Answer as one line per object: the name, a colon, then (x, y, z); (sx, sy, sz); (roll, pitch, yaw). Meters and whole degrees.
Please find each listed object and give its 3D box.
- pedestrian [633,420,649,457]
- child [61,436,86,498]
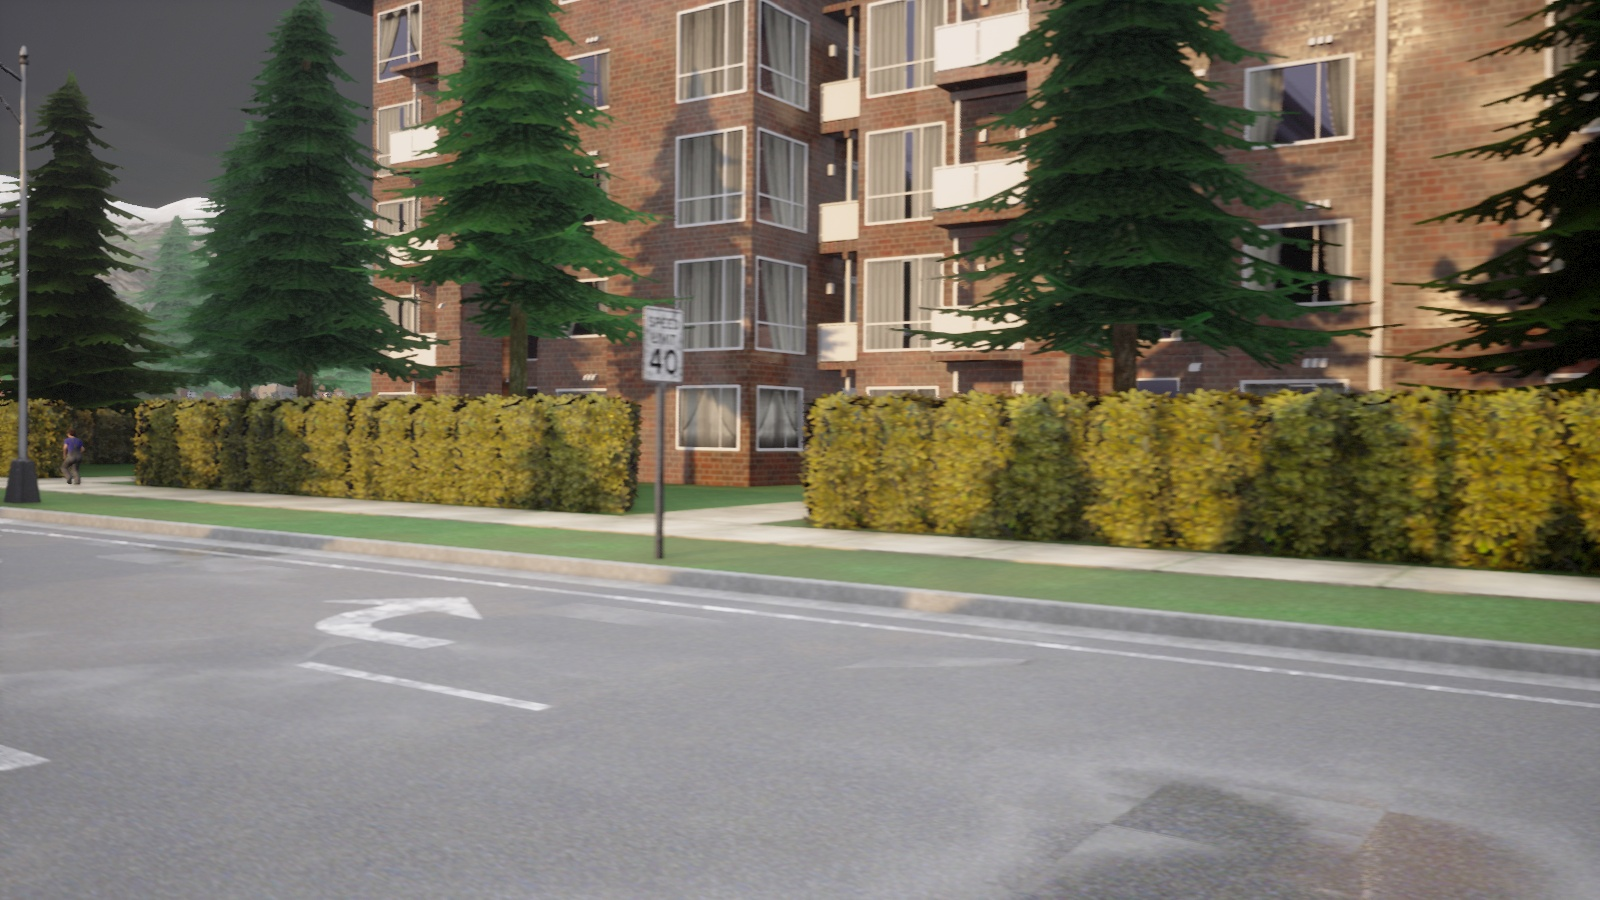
pedestrian: (-8.414, -0.600, 66.555); (0.423, 1.949, 0.788); (0, 1, 33)
child: (-15.069, 0.353, 26.047); (0.437, 1.263, 0.270); (0, 1, 36)
